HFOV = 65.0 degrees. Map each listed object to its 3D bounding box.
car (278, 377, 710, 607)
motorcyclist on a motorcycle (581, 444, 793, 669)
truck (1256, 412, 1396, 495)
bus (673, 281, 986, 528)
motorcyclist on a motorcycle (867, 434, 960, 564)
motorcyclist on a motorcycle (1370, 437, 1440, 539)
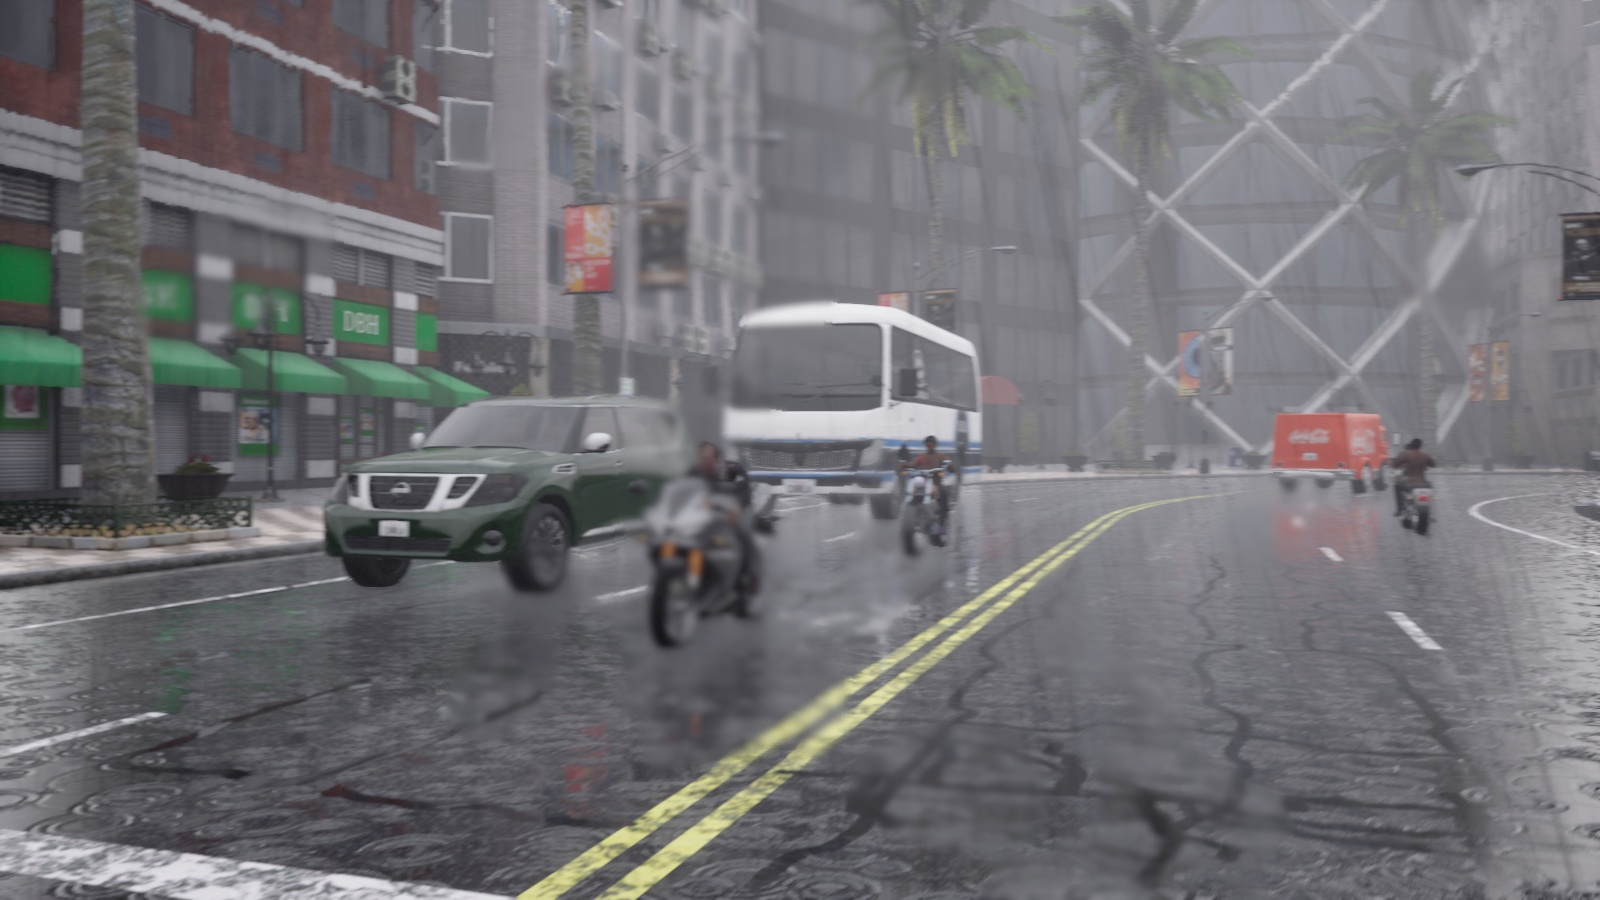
[{"bbox_3d":[-3.051,0.370,14.158,2.150,2.045,5.566,0,0,17],"label":"car"},{"bbox_3d":[-0.798,0.720,9.732,0.866,1.530,2.191,0,0,17],"label":"motorcyclist on a motorcycle"},{"bbox_3d":[16.907,0.104,40.186,2.627,2.467,5.204,0,0,41],"label":"truck"},{"bbox_3d":[1.162,-0.784,27.131,3.944,4.253,10.273,0,0,18],"label":"bus"},{"bbox_3d":[1.583,0.604,17.094,0.766,1.649,2.350,0,1,18],"label":"motorcyclist on a motorcycle"},{"bbox_3d":[10.408,0.619,21.666,0.766,1.649,2.350,0,0,18],"label":"motorcyclist on a motorcycle"}]
